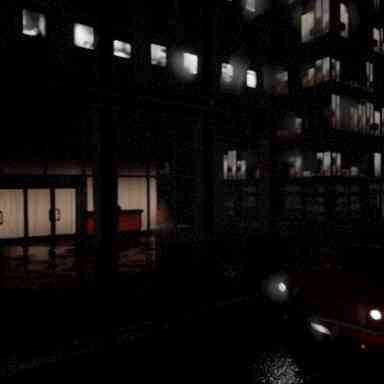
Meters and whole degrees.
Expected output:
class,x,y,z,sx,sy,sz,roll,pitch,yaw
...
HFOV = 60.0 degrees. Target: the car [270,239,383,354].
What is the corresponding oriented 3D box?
class,x,y,z,sx,sy,sz,roll,pitch,yaw
car,3.589,1.591,5.939,4.718,1.301,1.895,0,0,-36
